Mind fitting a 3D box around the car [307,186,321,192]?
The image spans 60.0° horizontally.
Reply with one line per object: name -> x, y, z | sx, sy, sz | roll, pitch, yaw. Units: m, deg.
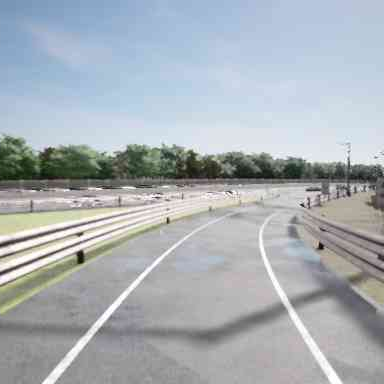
car -> 30.632, -0.795, 83.614 | 4.181, 1.385, 1.994 | -2, 3, -42

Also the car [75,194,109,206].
car -> -13.273, 1.016, 44.195 | 4.674, 1.442, 1.812 | -2, 3, -42

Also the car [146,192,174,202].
car -> -4.928, 0.648, 51.686 | 4.674, 1.442, 1.812 | -3, 4, -42

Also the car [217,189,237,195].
car -> 6.963, 0.141, 62.360 | 5.357, 1.411, 2.033 | -2, 3, -42
